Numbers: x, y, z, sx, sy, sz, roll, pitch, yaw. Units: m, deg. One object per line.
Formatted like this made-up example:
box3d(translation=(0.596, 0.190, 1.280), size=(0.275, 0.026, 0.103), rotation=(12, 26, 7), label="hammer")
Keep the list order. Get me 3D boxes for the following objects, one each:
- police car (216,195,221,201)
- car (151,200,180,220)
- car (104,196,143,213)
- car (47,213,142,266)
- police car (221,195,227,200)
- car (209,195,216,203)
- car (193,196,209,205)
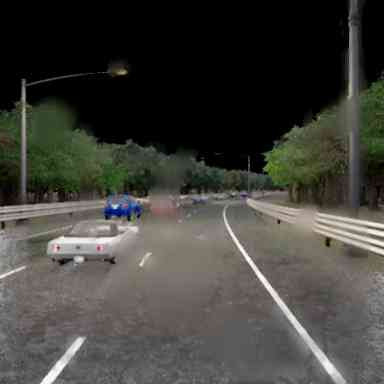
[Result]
box3d(translation=(5.457, 1.528, 83.826), size=(1.930, 1.638, 5.238), rotation=(0, 0, 12), label="police car")
box3d(translation=(-2.238, 1.451, 29.218), size=(2.097, 1.767, 4.553), rotation=(0, 0, 4), label="car")
box3d(translation=(-5.811, 1.314, 28.570), size=(2.150, 2.045, 5.566), rotation=(0, 0, 4), label="car")
box3d(translation=(-3.177, 1.651, 11.802), size=(1.895, 1.301, 4.718), rotation=(0, 0, 2), label="car")
box3d(translation=(7.844, 1.559, 94.307), size=(2.038, 1.542, 4.974), rotation=(0, 0, 14), label="police car")
box3d(translation=(3.309, 1.625, 73.072), size=(2.128, 1.511, 4.902), rotation=(0, 0, 11), label="car")
box3d(translation=(1.464, 1.481, 62.342), size=(2.097, 1.767, 4.553), rotation=(0, 0, 9), label="car")
